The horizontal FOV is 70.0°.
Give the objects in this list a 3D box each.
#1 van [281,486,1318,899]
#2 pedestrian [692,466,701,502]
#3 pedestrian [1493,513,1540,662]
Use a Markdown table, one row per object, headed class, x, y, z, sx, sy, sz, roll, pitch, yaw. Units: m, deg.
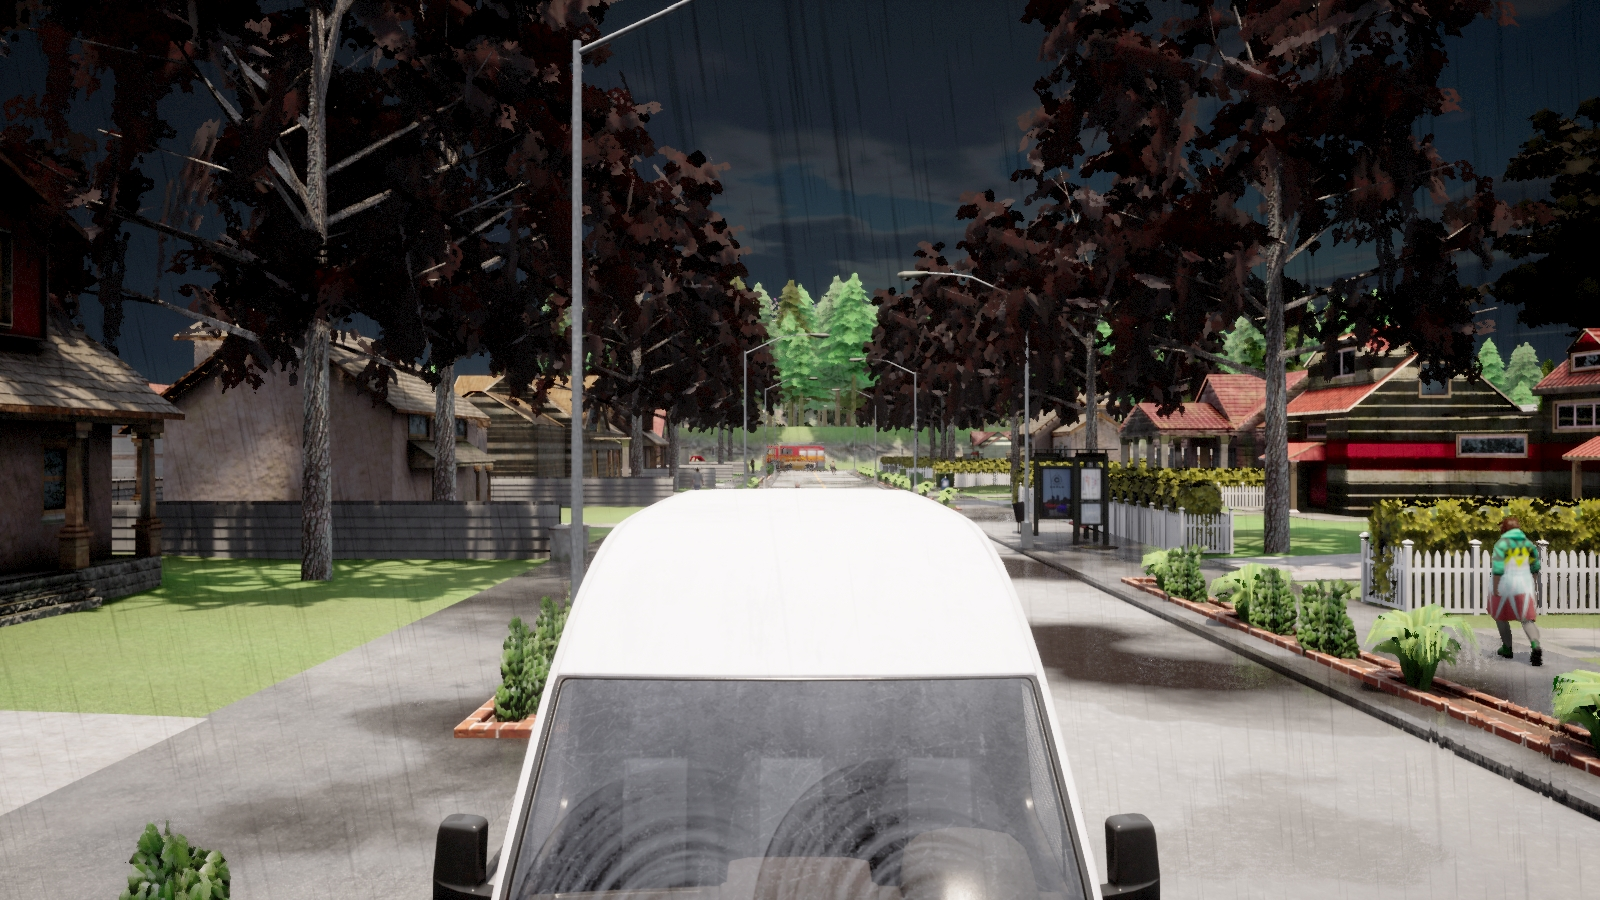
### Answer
| class | x | y | z | sx | sy | sz | roll | pitch | yaw |
| --- | --- | --- | --- | --- | --- | --- | --- | --- | --- |
| van | -0.006 | 1.534 | 5.149 | 1.988 | 2.561 | 5.915 | 0 | 0 | 0 |
| pedestrian | -5.301 | 1.743 | 58.470 | 0.375 | 1.860 | 0.375 | 0 | 0 | 3 |
| pedestrian | 9.150 | 1.744 | 14.600 | 0.375 | 1.860 | 0.375 | 0 | 0 | 3 |
